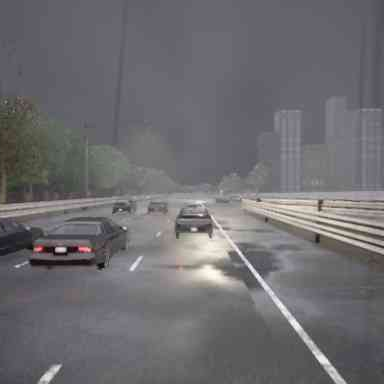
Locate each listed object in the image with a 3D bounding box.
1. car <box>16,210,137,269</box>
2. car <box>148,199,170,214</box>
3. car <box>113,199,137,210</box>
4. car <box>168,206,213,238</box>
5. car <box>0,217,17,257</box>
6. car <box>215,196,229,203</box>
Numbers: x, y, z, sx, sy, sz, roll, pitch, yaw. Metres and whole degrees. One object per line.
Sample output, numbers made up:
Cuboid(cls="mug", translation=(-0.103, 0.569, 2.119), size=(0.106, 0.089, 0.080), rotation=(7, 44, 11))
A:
Cuboid(cls="car", translation=(-3.402, 1.540, 11.132), size=(2.033, 1.411, 5.357), rotation=(0, 0, 0))
Cuboid(cls="car", translation=(-3.410, 1.444, 34.366), size=(2.128, 1.511, 4.902), rotation=(0, 0, 0))
Cuboid(cls="car", translation=(-6.909, 1.456, 34.514), size=(1.837, 1.490, 4.892), rotation=(0, 0, 0))
Cuboid(cls="car", translation=(0.094, 1.476, 17.523), size=(2.128, 1.511, 4.902), rotation=(0, 0, 0))
Cuboid(cls="car", translation=(-6.901, 1.540, 11.094), size=(2.033, 1.411, 5.357), rotation=(0, 0, 0))
Cuboid(cls="car", translation=(5.812, 1.496, 64.924), size=(1.994, 1.385, 4.181), rotation=(0, 0, -8))
